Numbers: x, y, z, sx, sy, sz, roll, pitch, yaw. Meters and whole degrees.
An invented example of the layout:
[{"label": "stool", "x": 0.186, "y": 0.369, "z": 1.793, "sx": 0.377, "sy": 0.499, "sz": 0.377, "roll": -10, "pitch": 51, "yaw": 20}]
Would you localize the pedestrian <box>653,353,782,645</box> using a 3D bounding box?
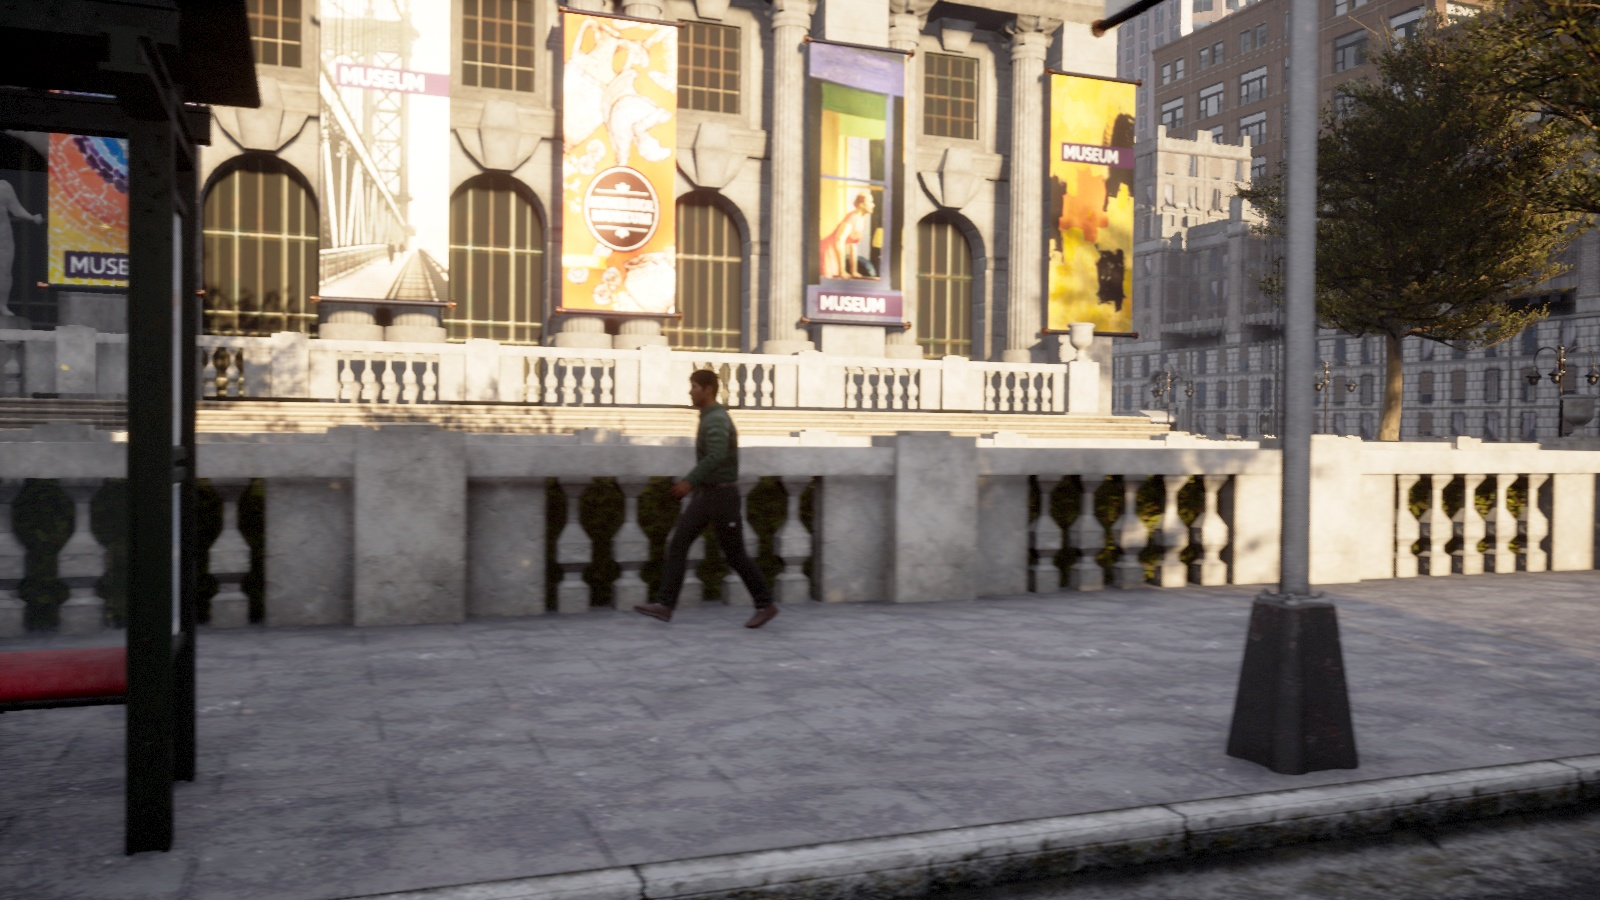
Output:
[{"label": "pedestrian", "x": -0.574, "y": 0.319, "z": 8.702, "sx": 0.788, "sy": 1.949, "sz": 0.423, "roll": -1, "pitch": 1, "yaw": -19}]
